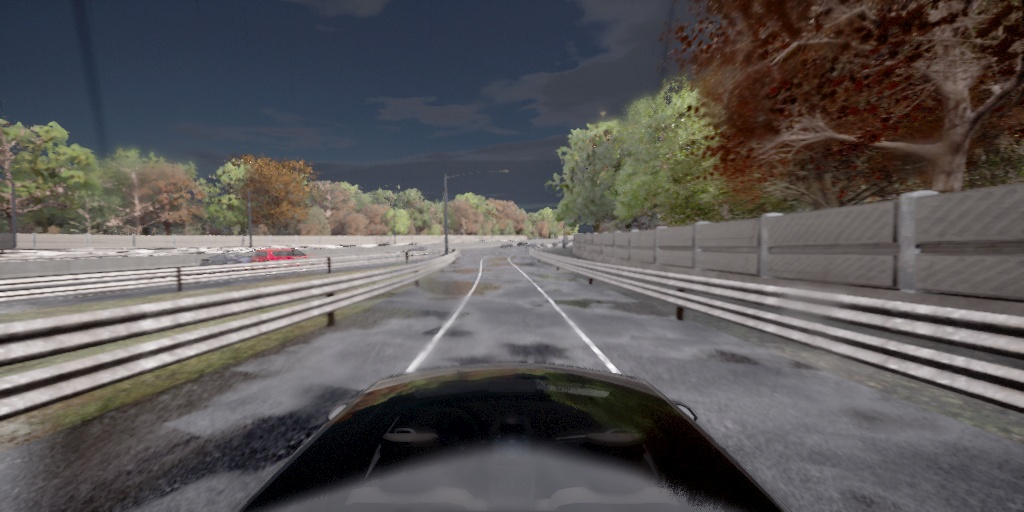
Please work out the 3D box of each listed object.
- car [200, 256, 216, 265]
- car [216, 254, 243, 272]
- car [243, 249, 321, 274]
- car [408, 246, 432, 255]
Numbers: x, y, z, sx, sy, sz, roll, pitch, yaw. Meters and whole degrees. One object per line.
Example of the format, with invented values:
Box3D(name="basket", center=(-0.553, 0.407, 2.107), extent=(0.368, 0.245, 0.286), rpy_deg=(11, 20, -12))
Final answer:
Box3D(name="car", center=(-26.162, 0.558, 33.598), extent=(2.128, 1.511, 4.902), rpy_deg=(1, 3, 21))
Box3D(name="car", center=(-22.870, 0.657, 32.410), extent=(2.033, 1.411, 5.357), rpy_deg=(1, 3, 21))
Box3D(name="car", center=(-19.557, 0.372, 31.264), extent=(2.150, 2.045, 5.566), rpy_deg=(1, 3, 21))
Box3D(name="car", center=(-15.478, -0.940, 60.790), extent=(2.033, 1.411, 5.357), rpy_deg=(1, 3, 22))
